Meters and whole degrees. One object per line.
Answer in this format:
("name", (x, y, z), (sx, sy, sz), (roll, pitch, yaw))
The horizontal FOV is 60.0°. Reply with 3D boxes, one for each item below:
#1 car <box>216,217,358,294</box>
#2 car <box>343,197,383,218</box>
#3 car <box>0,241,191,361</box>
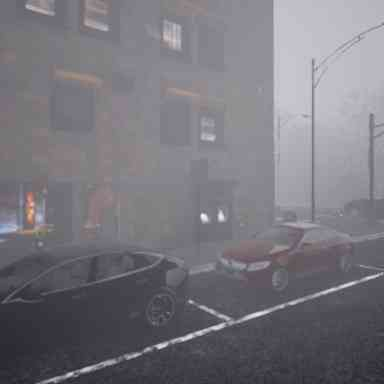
("car", (2.531, 1.470, 8.488), (4.206, 1.307, 1.802), (-1, 1, -35))
("car", (12.756, 1.147, 22.404), (1.837, 1.490, 4.892), (0, 2, -34))
("car", (-2.011, 1.544, 5.268), (4.313, 1.339, 1.947), (-1, 1, -35))
